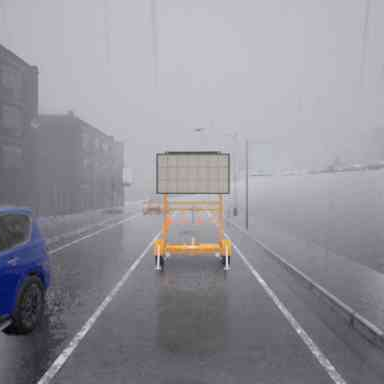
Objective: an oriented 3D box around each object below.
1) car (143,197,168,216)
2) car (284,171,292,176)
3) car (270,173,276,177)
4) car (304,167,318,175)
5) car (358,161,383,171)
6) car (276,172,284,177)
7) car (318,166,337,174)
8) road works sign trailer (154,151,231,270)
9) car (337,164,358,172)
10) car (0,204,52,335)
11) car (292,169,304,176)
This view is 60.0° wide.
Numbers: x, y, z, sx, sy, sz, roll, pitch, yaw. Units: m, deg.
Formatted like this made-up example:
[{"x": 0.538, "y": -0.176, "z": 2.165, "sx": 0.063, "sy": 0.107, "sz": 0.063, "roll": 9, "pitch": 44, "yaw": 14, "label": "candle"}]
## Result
[{"x": -3.518, "y": 1.339, "z": 32.608, "sx": 2.097, "sy": 1.767, "sz": 4.553, "roll": 0, "pitch": 0, "yaw": 0, "label": "car"}, {"x": 22.078, "y": -3.841, "z": 71.688, "sx": 2.002, "sy": 1.452, "sz": 4.674, "roll": 0, "pitch": 1, "yaw": -3, "label": "car"}, {"x": 21.714, "y": -4.057, "z": 82.747, "sx": 2.231, "sy": 1.521, "sz": 4.892, "roll": 0, "pitch": 1, "yaw": -1, "label": "car"}, {"x": 22.901, "y": -3.803, "z": 60.645, "sx": 2.185, "sy": 1.767, "sz": 4.553, "roll": 0, "pitch": 1, "yaw": -5, "label": "car"}, {"x": 25.032, "y": -3.369, "z": 44.120, "sx": 2.231, "sy": 1.521, "sz": 4.892, "roll": 0, "pitch": 1, "yaw": -9, "label": "car"}, {"x": 21.844, "y": -3.978, "z": 77.230, "sx": 2.231, "sy": 1.521, "sz": 4.892, "roll": 0, "pitch": 1, "yaw": -1, "label": "car"}, {"x": 23.523, "y": -3.542, "z": 54.955, "sx": 2.163, "sy": 1.488, "sz": 4.792, "roll": 0, "pitch": 1, "yaw": -6, "label": "car"}, {"x": 0.036, "y": 0.460, "z": 11.058, "sx": 2.380, "sy": 3.560, "sz": 2.880, "roll": 0, "pitch": 0, "yaw": 1, "label": "road works sign trailer"}, {"x": 24.226, "y": -3.431, "z": 49.481, "sx": 2.002, "sy": 1.452, "sz": 4.674, "roll": 0, "pitch": 1, "yaw": -7, "label": "car"}, {"x": -3.601, "y": 1.220, "z": 3.771, "sx": 2.150, "sy": 2.045, "sz": 5.566, "roll": 0, "pitch": 0, "yaw": 0, "label": "car"}, {"x": 22.432, "y": -3.779, "z": 66.151, "sx": 2.097, "sy": 1.535, "sz": 5.008, "roll": 0, "pitch": 1, "yaw": -4, "label": "car"}]
